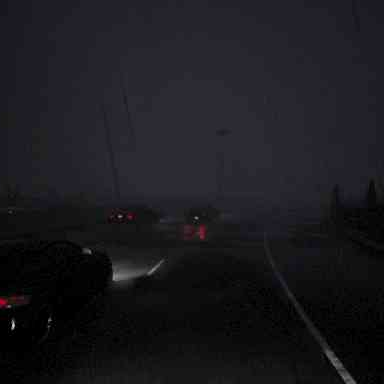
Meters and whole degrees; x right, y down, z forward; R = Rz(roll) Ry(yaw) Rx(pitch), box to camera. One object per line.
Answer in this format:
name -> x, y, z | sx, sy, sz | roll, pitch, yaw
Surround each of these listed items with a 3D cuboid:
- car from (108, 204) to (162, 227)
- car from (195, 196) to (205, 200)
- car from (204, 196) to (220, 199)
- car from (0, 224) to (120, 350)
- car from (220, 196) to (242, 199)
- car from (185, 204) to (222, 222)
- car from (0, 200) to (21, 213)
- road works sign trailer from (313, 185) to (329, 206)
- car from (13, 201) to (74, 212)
car -> -3.732, 1.535, 22.669 | 2.033, 1.411, 5.357 | 0, 0, 15
car -> 2.455, 1.510, 65.964 | 1.837, 1.490, 4.892 | 0, 0, 38
car -> 4.952, 1.616, 63.471 | 1.895, 1.301, 4.718 | 0, 0, 38
car -> -2.967, 1.554, 6.245 | 1.994, 1.385, 4.181 | 0, 0, 4
car -> 7.756, 1.529, 61.305 | 1.837, 1.490, 4.892 | 0, 0, 38
car -> 1.009, 1.604, 26.383 | 1.895, 1.301, 4.718 | 0, 0, 18
car -> -13.617, 1.480, 26.861 | 1.812, 1.442, 4.674 | 0, 0, 16
road works sign trailer -> 22.500, 0.537, 57.352 | 2.880, 3.560, 2.380 | 0, 0, -44
car -> -10.491, 1.513, 25.198 | 2.033, 1.411, 5.357 | 0, 0, 15
